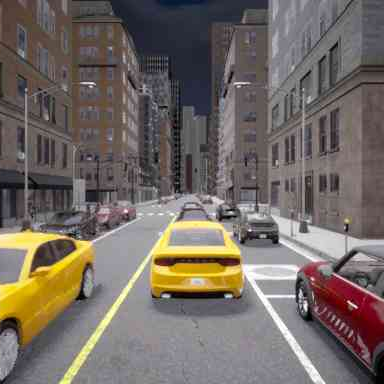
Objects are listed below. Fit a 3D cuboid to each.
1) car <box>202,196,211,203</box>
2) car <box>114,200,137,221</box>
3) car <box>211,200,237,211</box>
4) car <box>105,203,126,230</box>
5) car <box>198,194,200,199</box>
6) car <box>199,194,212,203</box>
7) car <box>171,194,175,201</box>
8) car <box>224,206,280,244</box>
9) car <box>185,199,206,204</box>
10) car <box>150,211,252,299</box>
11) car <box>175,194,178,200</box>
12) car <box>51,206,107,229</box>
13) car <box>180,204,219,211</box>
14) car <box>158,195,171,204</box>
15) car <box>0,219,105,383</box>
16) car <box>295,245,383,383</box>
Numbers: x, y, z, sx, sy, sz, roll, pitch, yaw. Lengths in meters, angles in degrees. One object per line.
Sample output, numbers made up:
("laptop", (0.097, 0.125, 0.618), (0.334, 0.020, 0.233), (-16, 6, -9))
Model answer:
("car", (2.936, 1.579, 69.257), (1.752, 1.417, 4.829), (0, 0, 0))
("car", (-5.656, 1.443, 26.593), (1.967, 1.590, 4.097), (0, 0, 0))
("car", (2.870, 1.569, 26.588), (1.947, 1.339, 4.313), (0, 0, 0))
("car", (-5.658, 1.584, 21.091), (1.802, 1.307, 4.206), (0, 0, 0))
("car", (2.949, 1.615, 74.496), (2.008, 1.369, 4.403), (0, 0, 0))
("car", (2.923, 1.483, 63.678), (1.967, 1.590, 4.097), (0, 0, 0))
("car", (-5.576, 1.615, 74.512), (2.008, 1.369, 4.403), (0, 0, 0))
("car", (2.864, 1.552, 15.585), (2.008, 1.369, 4.403), (0, 0, 0))
("car", (0.014, 1.529, 26.317), (1.812, 1.442, 4.674), (0, 0, 2))
("car", (0.099, 1.478, 8.512), (1.882, 1.535, 5.008), (0, 0, 0))
("car", (-5.539, 1.636, 90.568), (1.752, 1.417, 4.829), (0, 0, 0))
("car", (-5.661, 1.567, 15.590), (1.947, 1.339, 4.313), (0, 0, 0))
("car", (0.116, 1.565, 17.506), (1.994, 1.385, 4.181), (0, 0, 0))
("car", (-5.601, 1.625, 63.695), (1.802, 1.307, 4.206), (0, 0, 0))
("car", (-3.095, 1.477, 5.495), (1.882, 1.535, 5.008), (0, 0, 0))
("car", (2.858, 1.440, 4.582), (1.967, 1.590, 4.097), (0, 0, 0))
